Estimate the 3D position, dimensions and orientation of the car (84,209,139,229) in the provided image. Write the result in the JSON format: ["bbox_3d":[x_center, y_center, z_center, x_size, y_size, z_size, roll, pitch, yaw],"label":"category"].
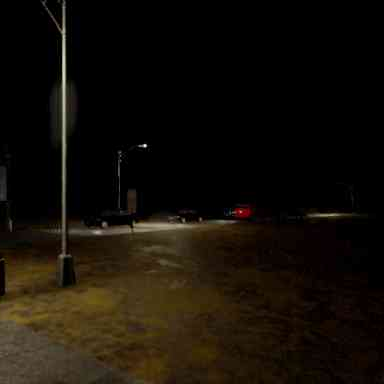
[{"bbox_3d":[-6.659,2.212,27.937,1.882,1.535,5.008,-1,-3,35],"label":"car"}]

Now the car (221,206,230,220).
[{"bbox_3d":[6.160,2.768,45.948,2.150,2.045,5.566,-1,-3,35],"label":"car"}]

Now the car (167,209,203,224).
[{"bbox_3d":[-0.683,2.586,36.335,1.882,1.535,5.008,-1,-3,36],"label":"car"}]

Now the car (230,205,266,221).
[{"bbox_3d":[7.523,2.658,42.780,2.150,2.045,5.566,-1,-3,35],"label":"car"}]

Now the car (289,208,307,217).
[{"bbox_3d":[18.856,3.539,58.882,2.097,1.767,4.553,-1,-3,35],"label":"car"}]
